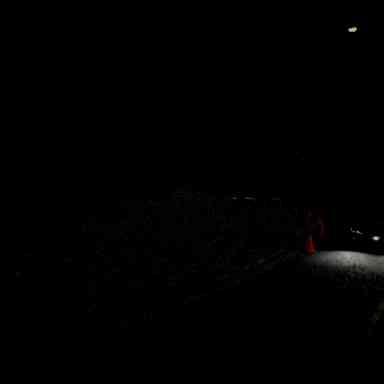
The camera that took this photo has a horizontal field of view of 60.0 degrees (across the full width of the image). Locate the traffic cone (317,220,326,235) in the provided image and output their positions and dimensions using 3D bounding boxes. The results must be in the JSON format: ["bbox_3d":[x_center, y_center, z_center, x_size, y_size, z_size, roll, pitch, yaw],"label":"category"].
[{"bbox_3d":[6.415,1.791,16.337,0.340,0.580,0.340,0,1,23],"label":"traffic cone"}]

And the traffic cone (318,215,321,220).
[{"bbox_3d":[7.968,1.699,20.726,0.340,0.580,0.340,0,1,16],"label":"traffic cone"}]

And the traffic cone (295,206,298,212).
[{"bbox_3d":[9.363,1.517,29.914,0.340,0.580,0.340,0,1,1],"label":"traffic cone"}]

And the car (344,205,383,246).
[{"bbox_3d":[7.590,1.367,14.113,1.837,1.490,4.892,1,1,25],"label":"car"}]

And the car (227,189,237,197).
[{"bbox_3d":[8.404,0.226,66.216,2.128,1.511,4.902,0,2,-11],"label":"car"}]

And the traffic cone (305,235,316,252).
[{"bbox_3d":[4.323,1.873,12.180,0.340,0.580,0.340,0,1,30],"label":"traffic cone"}]

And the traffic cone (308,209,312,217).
[{"bbox_3d":[8.956,1.607,25.275,0.340,0.580,0.340,0,1,9],"label":"traffic cone"}]
